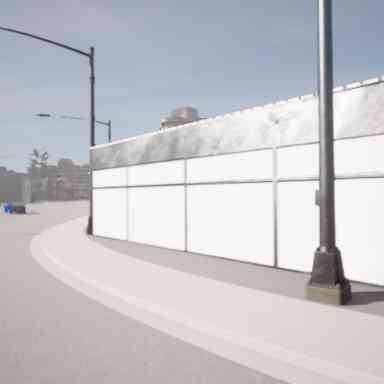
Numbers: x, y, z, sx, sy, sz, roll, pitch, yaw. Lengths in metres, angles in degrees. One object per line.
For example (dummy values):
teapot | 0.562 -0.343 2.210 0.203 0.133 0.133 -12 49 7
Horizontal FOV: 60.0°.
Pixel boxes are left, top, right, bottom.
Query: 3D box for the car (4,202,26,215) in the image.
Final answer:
car | -23.193 2.102 43.584 1.882 1.535 5.008 0 -1 -38
